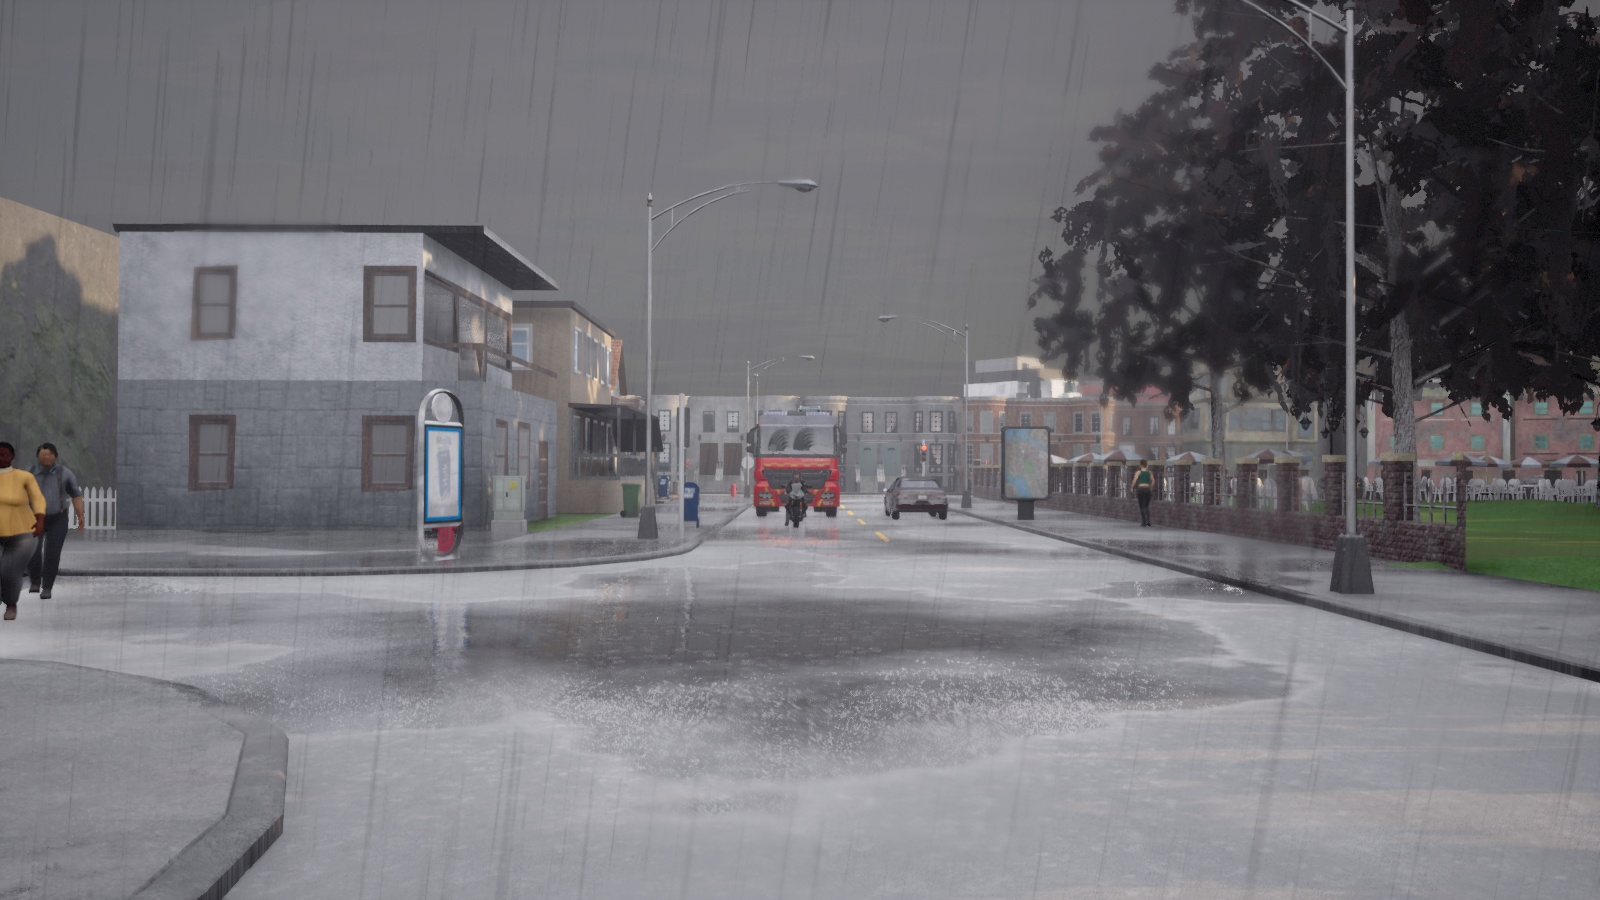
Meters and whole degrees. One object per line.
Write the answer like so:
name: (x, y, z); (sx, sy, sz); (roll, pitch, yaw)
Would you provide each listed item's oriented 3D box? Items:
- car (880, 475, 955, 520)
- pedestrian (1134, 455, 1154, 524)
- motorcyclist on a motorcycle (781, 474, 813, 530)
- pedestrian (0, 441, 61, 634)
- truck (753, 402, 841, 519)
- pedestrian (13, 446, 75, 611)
car: (3.900, 1.561, 42.590); (2.033, 1.411, 5.357); (0, -1, 0)
pedestrian: (9.268, 1.054, 33.808); (0.345, 1.836, 0.594); (0, -1, -1)
motorcyclist on a motorcycle: (-0.087, 1.444, 35.441); (0.866, 1.530, 2.191); (0, -1, 0)
pedestrian: (-7.888, 0.844, 12.414); (0.874, 1.855, 0.900); (0, -1, -22)
truck: (-0.113, 0.411, 45.386); (2.891, 3.827, 8.468); (0, -1, 0)
pedestrian: (-8.731, 0.883, 14.521); (0.540, 1.848, 0.694); (0, -1, -26)
